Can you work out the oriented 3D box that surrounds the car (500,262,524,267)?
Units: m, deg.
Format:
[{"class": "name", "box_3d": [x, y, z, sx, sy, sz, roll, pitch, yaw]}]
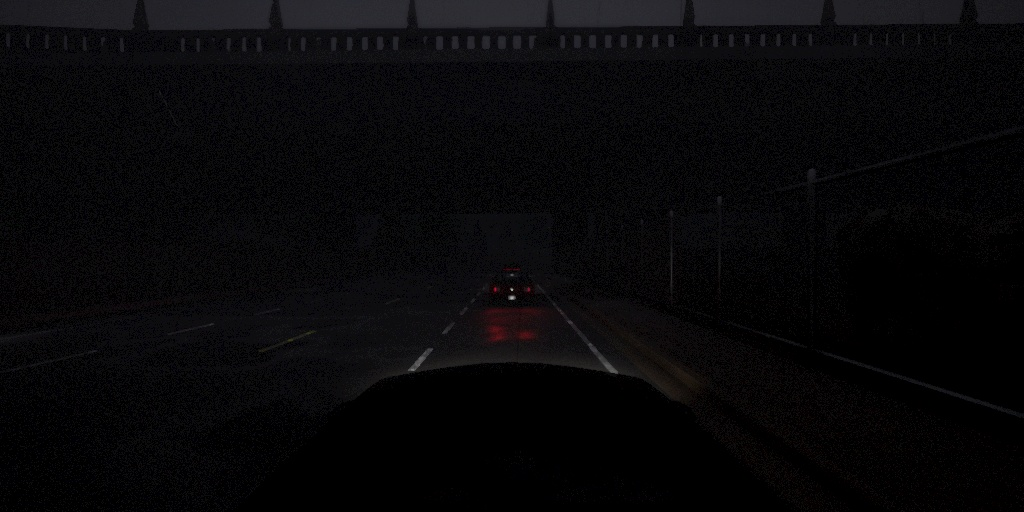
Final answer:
[{"class": "car", "box_3d": [0.000, 1.266, 31.467, 1.837, 1.490, 4.892, 0, 0, 0]}]

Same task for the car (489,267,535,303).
[{"class": "car", "box_3d": [0.000, 1.366, 16.497, 1.895, 1.301, 4.718, 0, 0, 0]}]
